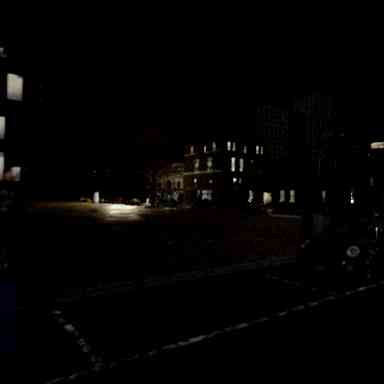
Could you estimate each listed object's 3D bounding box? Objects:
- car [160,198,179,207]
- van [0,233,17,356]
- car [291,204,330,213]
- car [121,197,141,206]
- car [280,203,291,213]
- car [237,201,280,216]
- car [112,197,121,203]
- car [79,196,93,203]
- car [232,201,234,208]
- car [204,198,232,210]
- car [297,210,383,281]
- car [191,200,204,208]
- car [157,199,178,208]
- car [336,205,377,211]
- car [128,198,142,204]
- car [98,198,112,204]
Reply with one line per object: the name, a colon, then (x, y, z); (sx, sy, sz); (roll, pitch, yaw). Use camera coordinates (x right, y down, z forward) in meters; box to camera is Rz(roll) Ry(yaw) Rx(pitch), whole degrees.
car: (-4.730, 2.164, 69.355); (1.967, 1.590, 4.097); (1, -1, -35)
van: (-4.087, 1.326, 3.587); (3.998, 1.788, 1.690); (1, 0, -35)
car: (14.945, 2.124, 41.178); (1.947, 1.339, 4.313); (1, -1, -35)
car: (-11.520, 2.037, 64.442); (1.752, 1.417, 4.829); (1, -1, -35)
car: (11.823, 2.167, 45.682); (1.802, 1.307, 4.206); (1, -1, -35)
car: (7.244, 1.786, 37.133); (1.967, 1.590, 4.097); (1, -1, -35)
car: (-20.532, 2.177, 92.173); (2.192, 1.841, 5.009); (1, -1, -35)
car: (-27.325, 2.176, 87.258); (1.752, 1.417, 4.829); (1, -1, -35)
car: (7.724, 1.921, 41.222); (2.128, 1.511, 4.902); (2, -1, -35)
car: (4.823, 1.958, 55.717); (2.192, 1.841, 5.009); (1, -1, -35)
car: (5.105, 1.549, 10.144); (4.097, 1.590, 1.967); (1, 0, -35)
car: (1.633, 2.110, 60.260); (1.967, 1.590, 4.097); (1, -1, -35)
car: (-4.666, 2.064, 59.259); (1.812, 1.442, 4.674); (2, -1, -34)
car: (18.066, 2.083, 36.671); (2.008, 1.369, 4.403); (1, -1, -35)
car: (-14.310, 2.333, 83.183); (1.752, 1.417, 4.829); (1, -1, -35)
car: (-21.100, 2.161, 78.271); (1.947, 1.339, 4.313); (1, -1, -35)
